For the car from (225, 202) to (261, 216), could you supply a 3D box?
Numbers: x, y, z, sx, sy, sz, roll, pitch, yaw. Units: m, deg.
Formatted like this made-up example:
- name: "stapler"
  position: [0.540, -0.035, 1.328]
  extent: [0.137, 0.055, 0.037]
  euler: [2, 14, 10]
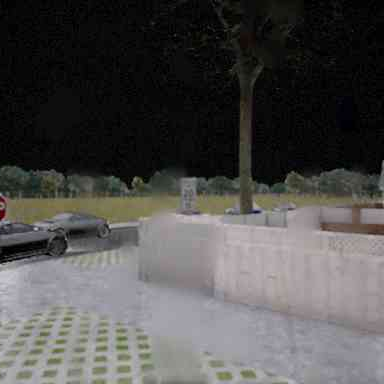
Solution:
- name: "car"
  position: [5.105, 1.781, 32.871]
  extent: [2.097, 1.767, 4.553]
  euler: [0, -1, 35]

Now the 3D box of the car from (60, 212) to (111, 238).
- name: "car"
  position: [-6.179, 1.718, 16.833]
  extent: [1.994, 1.385, 4.181]
  euler: [0, -1, 35]

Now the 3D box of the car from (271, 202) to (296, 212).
- name: "car"
  position: [11.607, 2.074, 42.051]
  extent: [2.128, 1.511, 4.902]
  euler: [0, 0, 36]

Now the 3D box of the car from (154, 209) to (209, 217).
- name: "car"
  position: [-0.706, 1.889, 24.626]
  extent: [1.895, 1.301, 4.718]
  euler: [0, -1, 35]

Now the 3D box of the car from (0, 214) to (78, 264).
- name: "car"
  position: [-6.289, 1.669, 11.430]
  extent: [1.994, 1.385, 4.181]
  euler: [0, -1, 22]
